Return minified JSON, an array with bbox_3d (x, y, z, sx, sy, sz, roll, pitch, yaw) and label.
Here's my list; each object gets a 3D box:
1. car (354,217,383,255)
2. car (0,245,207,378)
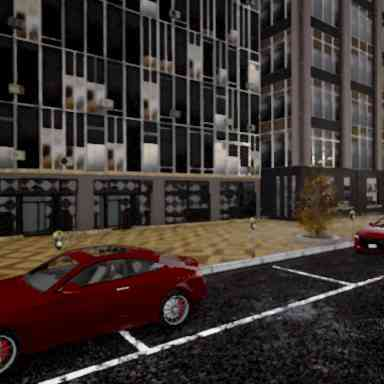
[{"bbox_3d":[7.616,1.472,11.984,4.507,1.381,1.887,0,0,-35],"label":"car"},{"bbox_3d":[-1.666,1.573,5.371,4.206,1.307,1.802,0,0,-35],"label":"car"}]
